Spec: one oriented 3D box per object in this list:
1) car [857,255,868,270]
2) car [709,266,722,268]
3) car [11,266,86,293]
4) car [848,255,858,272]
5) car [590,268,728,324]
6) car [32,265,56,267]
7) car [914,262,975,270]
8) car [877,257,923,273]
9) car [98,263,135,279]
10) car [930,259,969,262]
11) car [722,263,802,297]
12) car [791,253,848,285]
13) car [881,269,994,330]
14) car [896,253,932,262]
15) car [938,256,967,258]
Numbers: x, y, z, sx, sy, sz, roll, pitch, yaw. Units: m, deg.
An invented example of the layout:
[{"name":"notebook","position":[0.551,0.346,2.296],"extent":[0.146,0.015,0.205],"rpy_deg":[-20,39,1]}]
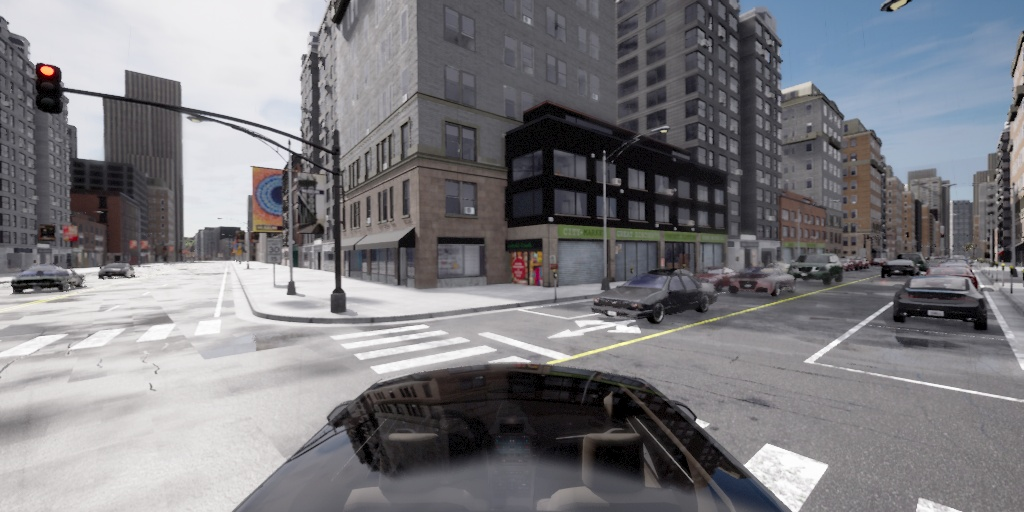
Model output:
[{"name":"car","position":[42.885,0.849,45.493],"extent":[5.009,1.841,2.192],"rpy_deg":[0,0,-38]},{"name":"car","position":[11.841,1.259,20.855],"extent":[4.207,1.307,1.802],"rpy_deg":[0,0,-38]},{"name":"car","position":[-28.257,1.487,21.986],"extent":[1.895,1.301,4.718],"rpy_deg":[-1,0,-38]},{"name":"car","position":[38.450,0.986,41.974],"extent":[4.097,1.591,1.967],"rpy_deg":[0,0,-38]},{"name":"car","position":[5.011,1.276,12.158],"extent":[5.357,1.411,2.033],"rpy_deg":[0,0,-38]},{"name":"car","position":[-38.023,1.477,29.138],"extent":[1.812,1.442,4.674],"rpy_deg":[-1,0,-38]},{"name":"car","position":[21.573,1.172,17.694],"extent":[4.507,1.381,1.888],"rpy_deg":[0,0,-38]},{"name":"car","position":[32.035,1.047,29.562],"extent":[5.008,1.535,1.882],"rpy_deg":[0,0,-38]},{"name":"car","position":[-38.388,1.436,34.893],"extent":[1.837,1.490,4.892],"rpy_deg":[-1,0,-38]},{"name":"car","position":[30.443,1.123,24.734],"extent":[4.507,1.381,1.888],"rpy_deg":[0,0,-38]},{"name":"car","position":[12.843,1.238,18.368],"extent":[4.181,1.385,1.994],"rpy_deg":[0,0,-38]},{"name":"car","position":[21.157,0.844,24.955],"extent":[5.566,2.045,2.150],"rpy_deg":[0,0,-38]},{"name":"car","position":[12.704,1.236,10.655],"extent":[4.403,1.370,2.007],"rpy_deg":[0,0,-38]},{"name":"car","position":[40.110,0.760,36.023],"extent":[5.566,2.045,2.150],"rpy_deg":[0,0,-38]},{"name":"car","position":[43.746,0.965,35.292],"extent":[4.097,1.591,1.967],"rpy_deg":[0,0,-38]}]
